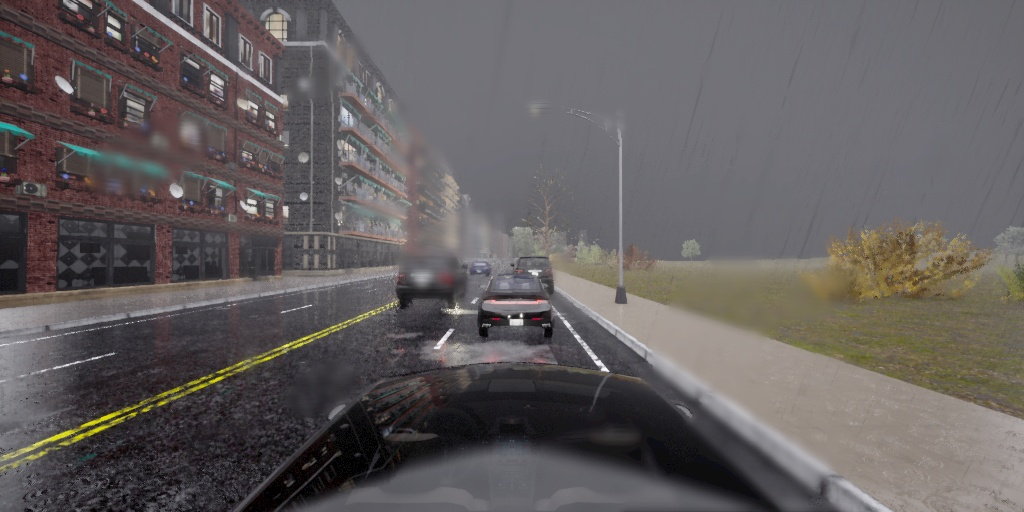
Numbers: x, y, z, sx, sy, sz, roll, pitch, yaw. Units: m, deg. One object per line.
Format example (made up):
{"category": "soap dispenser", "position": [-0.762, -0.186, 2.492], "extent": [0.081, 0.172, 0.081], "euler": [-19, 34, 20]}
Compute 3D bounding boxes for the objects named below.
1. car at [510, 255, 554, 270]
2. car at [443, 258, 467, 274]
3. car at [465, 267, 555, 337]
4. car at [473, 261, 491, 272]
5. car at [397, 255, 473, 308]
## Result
{"category": "car", "position": [1.120, 0.977, 20.162], "extent": [2.150, 2.045, 5.566], "euler": [0, 0, 0]}
{"category": "car", "position": [-6.640, 1.103, 42.339], "extent": [2.097, 1.767, 4.553], "euler": [0, 0, 0]}
{"category": "car", "position": [0.092, 1.243, 10.292], "extent": [2.128, 1.511, 4.902], "euler": [0, 0, 0]}
{"category": "car", "position": [-3.185, 1.277, 37.161], "extent": [1.812, 1.442, 4.674], "euler": [0, 0, 0]}
{"category": "car", "position": [-3.163, 0.971, 15.303], "extent": [2.150, 2.045, 5.566], "euler": [0, 0, 0]}
